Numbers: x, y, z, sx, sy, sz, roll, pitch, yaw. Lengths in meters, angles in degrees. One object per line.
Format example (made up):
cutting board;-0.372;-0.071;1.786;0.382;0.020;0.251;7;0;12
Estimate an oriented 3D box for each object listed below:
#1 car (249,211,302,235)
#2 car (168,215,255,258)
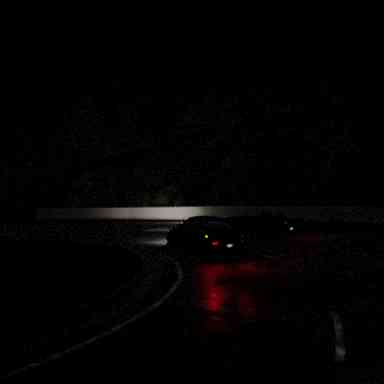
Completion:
car;4.264;1.846;20.713;1.895;1.301;4.718;0;-1;-39
car;0.472;1.723;13.817;1.812;1.442;4.674;0;-1;-21
